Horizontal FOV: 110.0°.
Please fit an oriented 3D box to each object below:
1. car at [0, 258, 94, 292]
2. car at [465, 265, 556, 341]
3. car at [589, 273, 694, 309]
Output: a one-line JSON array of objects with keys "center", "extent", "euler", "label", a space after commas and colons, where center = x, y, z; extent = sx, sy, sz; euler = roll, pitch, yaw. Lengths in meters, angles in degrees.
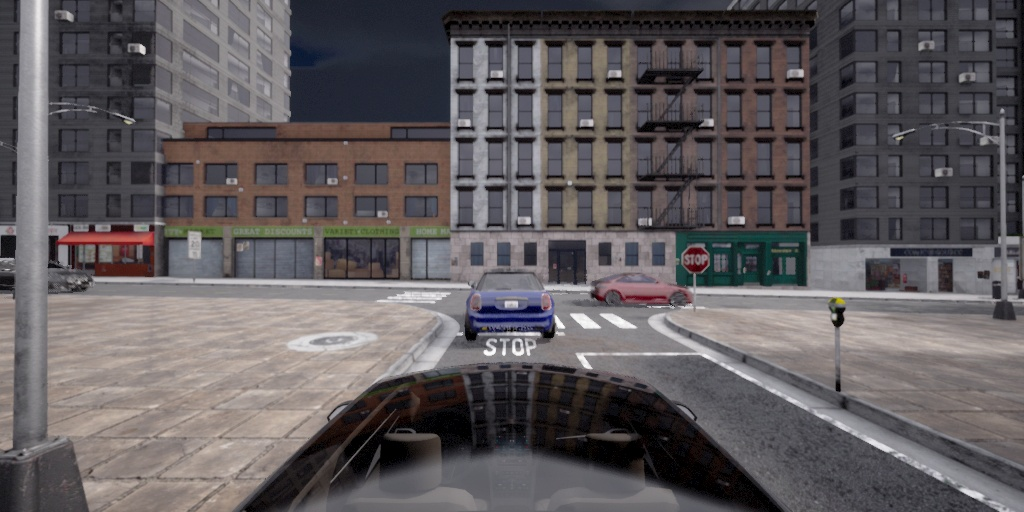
[{"center": [-21.226, 0.865, 15.553], "extent": [4.892, 1.490, 1.837], "euler": [1, 0, 0], "label": "car"}, {"center": [-0.168, 1.100, 10.065], "extent": [2.097, 1.767, 4.553], "euler": [0, 0, -4], "label": "car"}, {"center": [5.511, 1.434, 15.526], "extent": [4.181, 1.385, 1.994], "euler": [1, -1, 0], "label": "car"}]
